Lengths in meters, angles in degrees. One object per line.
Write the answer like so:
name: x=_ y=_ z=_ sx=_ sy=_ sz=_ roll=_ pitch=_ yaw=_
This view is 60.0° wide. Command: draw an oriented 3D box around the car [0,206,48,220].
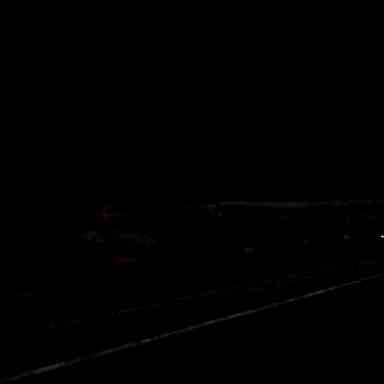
car: x=-10.243 y=1.566 z=19.361 sx=2.163 sy=1.488 sz=4.792 roll=1 pitch=0 yaw=-36

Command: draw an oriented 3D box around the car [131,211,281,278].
car: x=0.169 y=1.596 z=10.724 sx=2.163 sy=1.488 sz=4.792 roll=0 pitch=0 yaw=-36

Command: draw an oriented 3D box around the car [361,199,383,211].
car: x=25.926 y=1.745 z=45.141 sx=2.097 sy=1.535 sz=5.008 roll=0 pitch=0 yaw=-36

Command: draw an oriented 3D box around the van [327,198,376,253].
van: x=4.817 y=1.374 z=13.863 sx=1.878 sy=1.987 sz=4.442 roll=0 pitch=0 yaw=-36

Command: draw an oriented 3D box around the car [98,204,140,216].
car: x=-5.812 y=1.575 z=22.715 sx=1.946 sy=1.575 sz=5.366 roll=0 pitch=0 yaw=-35

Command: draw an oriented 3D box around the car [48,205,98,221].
car: x=-7.944 y=1.591 z=20.930 sx=2.163 sy=1.488 sz=4.792 roll=1 pitch=0 yaw=-36

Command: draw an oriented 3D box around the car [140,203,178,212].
car: x=-3.442 y=1.594 z=24.174 sx=2.097 sy=1.535 sz=5.008 roll=0 pitch=0 yaw=-36

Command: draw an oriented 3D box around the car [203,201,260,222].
car: x=3.330 y=1.631 z=29.022 sx=2.097 sy=1.535 sz=5.008 roll=0 pitch=0 yaw=-36

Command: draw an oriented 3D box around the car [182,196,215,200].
car: x=1.091 y=1.368 z=27.382 sx=2.435 sy=2.045 sz=5.566 roll=0 pitch=0 yaw=-36

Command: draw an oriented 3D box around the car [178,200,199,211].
car: x=-1.181 y=1.609 z=25.788 sx=2.231 sy=1.521 sz=4.892 roll=0 pitch=0 yaw=-36

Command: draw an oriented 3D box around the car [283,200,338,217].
car: x=12.477 y=1.673 z=35.317 sx=1.946 sy=1.575 sz=5.366 roll=0 pitch=0 yaw=-36

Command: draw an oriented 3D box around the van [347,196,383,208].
van: x=9.247 y=1.398 z=17.313 sx=1.878 sy=1.987 sz=4.442 roll=0 pitch=0 yaw=-36

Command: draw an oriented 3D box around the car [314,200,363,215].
car: x=16.904 y=1.729 z=38.670 sx=2.163 sy=1.488 sz=4.792 roll=0 pitch=0 yaw=-36

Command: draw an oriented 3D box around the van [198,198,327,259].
van: x=2.401 y=1.357 z=12.425 sx=1.878 sy=1.987 sz=4.442 roll=0 pitch=0 yaw=-36

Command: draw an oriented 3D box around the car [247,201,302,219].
car: x=7.848 y=1.655 z=32.248 sx=2.231 sy=1.521 sz=4.892 roll=0 pitch=0 yaw=-36

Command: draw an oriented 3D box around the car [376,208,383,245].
car: x=7.036 y=1.612 z=15.584 sx=2.097 sy=1.535 sz=5.008 roll=0 pitch=0 yaw=-36

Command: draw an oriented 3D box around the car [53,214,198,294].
car: x=-2.097 y=1.583 z=9.067 sx=2.002 sy=1.452 sz=4.674 roll=1 pitch=0 yaw=-36

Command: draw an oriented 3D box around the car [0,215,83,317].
car: x=-4.384 y=1.518 z=7.446 sx=2.231 sy=1.521 sz=4.892 roll=1 pitch=0 yaw=-36

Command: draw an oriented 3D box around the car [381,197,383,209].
car: x=30.423 y=1.644 z=48.396 sx=2.185 sy=1.767 sz=4.553 roll=0 pitch=0 yaw=-36
